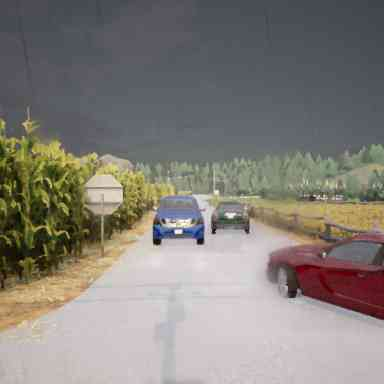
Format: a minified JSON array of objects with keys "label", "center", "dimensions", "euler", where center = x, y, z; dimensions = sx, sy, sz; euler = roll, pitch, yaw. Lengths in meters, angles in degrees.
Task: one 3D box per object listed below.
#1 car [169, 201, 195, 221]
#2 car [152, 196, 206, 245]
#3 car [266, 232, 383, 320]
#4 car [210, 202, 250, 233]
[{"label":"car","center":[-0.791,1.547,28.744],"dimensions":[2.033,1.411,5.357],"euler":[0,0,-1]},{"label":"car","center":[-0.610,1.222,15.907],"dimensions":[2.150,2.045,5.566],"euler":[0,0,-1]},{"label":"car","center":[3.587,1.477,6.135],"dimensions":[1.882,1.535,5.008],"euler":[-1,1,-33]},{"label":"car","center":[2.179,1.351,19.781],"dimensions":[2.097,1.767,4.553],"euler":[0,0,3]}]
